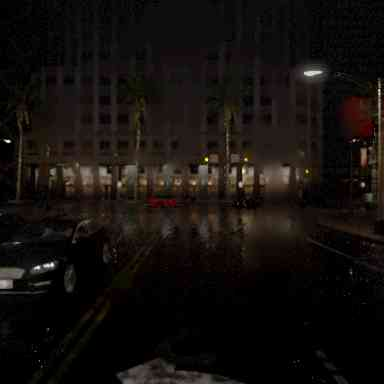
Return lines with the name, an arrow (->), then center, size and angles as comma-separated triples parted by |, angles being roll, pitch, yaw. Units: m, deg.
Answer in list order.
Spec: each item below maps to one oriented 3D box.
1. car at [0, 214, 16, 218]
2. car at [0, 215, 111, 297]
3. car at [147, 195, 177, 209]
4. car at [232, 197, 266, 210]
car -> -6.981, 1.471, 11.383 | 2.033, 1.411, 5.357 | 0, 0, 0
car -> -3.494, 1.433, 8.637 | 2.128, 1.511, 4.902 | 0, 0, 0
car -> -3.688, 1.088, 39.954 | 2.097, 1.767, 4.553 | 0, 0, -34
car -> 6.584, 1.299, 38.114 | 2.033, 1.411, 5.357 | 0, 0, 38
